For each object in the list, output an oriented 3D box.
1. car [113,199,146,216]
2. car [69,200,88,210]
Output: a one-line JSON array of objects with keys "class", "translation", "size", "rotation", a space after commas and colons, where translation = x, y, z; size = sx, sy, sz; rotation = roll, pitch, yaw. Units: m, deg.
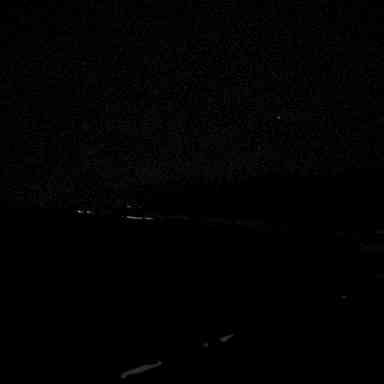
[{"class": "car", "translation": [-6.813, 1.605, 35.871], "size": [2.097, 1.767, 4.553], "rotation": [0, -1, -36]}, {"class": "car", "translation": [-17.405, 1.983, 50.856], "size": [2.128, 1.511, 4.902], "rotation": [0, -1, -36]}]
